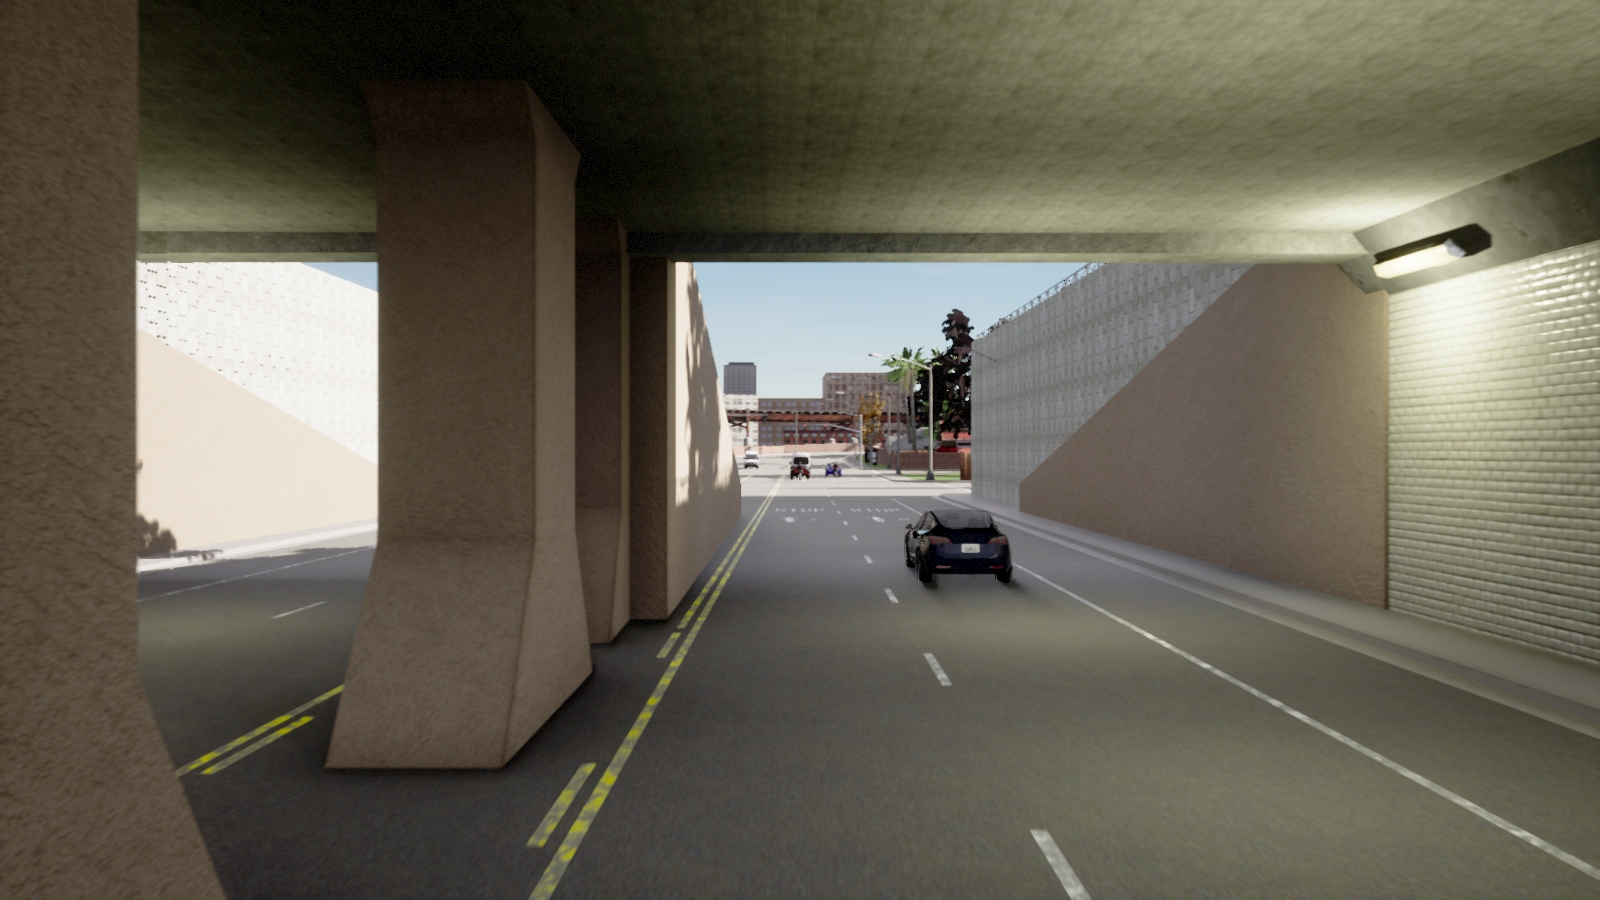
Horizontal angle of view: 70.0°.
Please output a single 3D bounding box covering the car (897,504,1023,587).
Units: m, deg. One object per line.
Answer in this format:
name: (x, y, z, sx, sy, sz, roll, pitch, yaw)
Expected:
car: (3.468, 2.063, 25.750, 2.163, 1.488, 4.792, 0, 0, 0)
